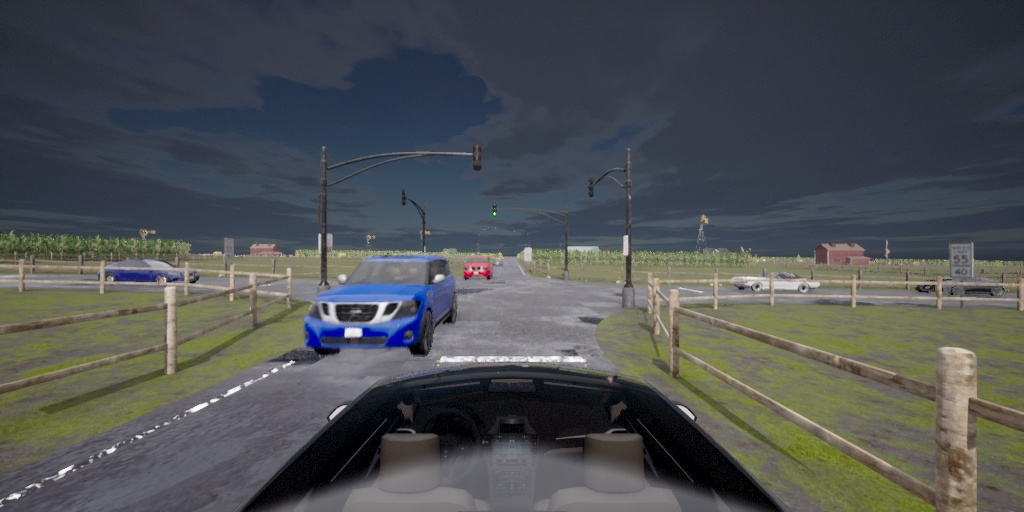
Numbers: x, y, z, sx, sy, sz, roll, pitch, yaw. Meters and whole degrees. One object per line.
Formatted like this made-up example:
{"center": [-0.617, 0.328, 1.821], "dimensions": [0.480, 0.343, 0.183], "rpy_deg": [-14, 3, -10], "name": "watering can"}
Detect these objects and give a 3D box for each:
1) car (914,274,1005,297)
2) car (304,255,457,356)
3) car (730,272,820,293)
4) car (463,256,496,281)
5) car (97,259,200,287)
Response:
{"center": [29.576, 1.908, 23.788], "dimensions": [4.181, 1.385, 1.994], "rpy_deg": [1, 0, 0], "name": "car"}
{"center": [-2.755, 0.979, 8.982], "dimensions": [2.150, 2.045, 5.566], "rpy_deg": [0, 0, 0], "name": "car"}
{"center": [17.281, 1.710, 23.783], "dimensions": [4.718, 1.301, 1.895], "rpy_deg": [1, 0, 2], "name": "car"}
{"center": [-2.806, 0.983, 30.786], "dimensions": [2.150, 2.045, 5.566], "rpy_deg": [0, 0, 0], "name": "car"}
{"center": [-20.267, 0.914, 20.065], "dimensions": [4.674, 1.442, 1.812], "rpy_deg": [1, 0, 0], "name": "car"}
